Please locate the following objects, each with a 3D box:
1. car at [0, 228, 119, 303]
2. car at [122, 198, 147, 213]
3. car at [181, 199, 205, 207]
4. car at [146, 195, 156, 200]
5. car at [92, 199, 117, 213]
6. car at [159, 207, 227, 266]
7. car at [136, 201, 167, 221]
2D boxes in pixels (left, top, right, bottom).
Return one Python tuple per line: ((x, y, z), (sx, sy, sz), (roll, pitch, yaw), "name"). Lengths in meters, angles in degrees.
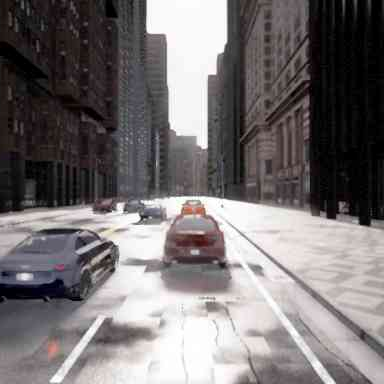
((-3.169, 1.580, 8.318), (1.994, 1.385, 4.181), (0, 0, 0), "car")
((-6.579, 1.618, 37.748), (1.812, 1.442, 4.674), (0, 0, 0), "car")
((0.104, 1.419, 29.064), (2.097, 1.767, 4.553), (0, 0, 0), "car")
((-9.721, 1.278, 79.075), (2.097, 1.767, 4.553), (0, 0, 0), "car")
((-9.829, 1.570, 37.753), (1.882, 1.535, 5.008), (0, 0, 0), "car")
((0.088, 1.501, 11.608), (1.882, 1.535, 5.008), (0, 0, 0), "car")
((-3.147, 1.665, 27.613), (1.895, 1.301, 4.718), (0, 0, 0), "car")
